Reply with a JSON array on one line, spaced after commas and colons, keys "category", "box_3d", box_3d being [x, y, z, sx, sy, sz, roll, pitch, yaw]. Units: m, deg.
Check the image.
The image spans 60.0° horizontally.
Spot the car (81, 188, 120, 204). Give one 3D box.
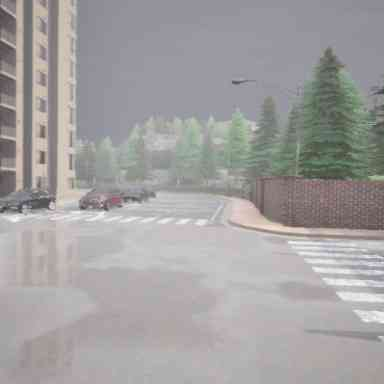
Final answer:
[{"category": "car", "box_3d": [-9.329, 0.308, 34.463, 2.033, 1.411, 5.357, 1, 2, 6]}]

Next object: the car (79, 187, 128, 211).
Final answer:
[{"category": "car", "box_3d": [-6.880, 0.415, 25.668, 2.097, 1.767, 4.553, 1, 2, 7]}]

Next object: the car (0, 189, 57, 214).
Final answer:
[{"category": "car", "box_3d": [-10.988, 0.592, 22.263, 1.837, 1.490, 4.892, 2, 1, 10]}]

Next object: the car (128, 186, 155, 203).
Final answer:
[{"category": "car", "box_3d": [-5.766, 0.356, 35.080, 2.033, 1.411, 5.357, 1, 2, 5]}]
